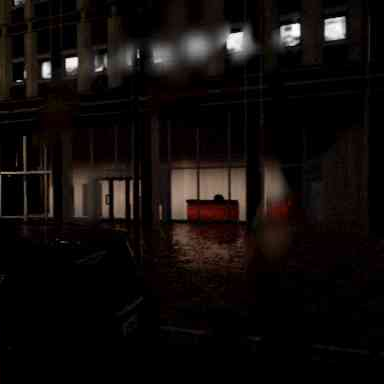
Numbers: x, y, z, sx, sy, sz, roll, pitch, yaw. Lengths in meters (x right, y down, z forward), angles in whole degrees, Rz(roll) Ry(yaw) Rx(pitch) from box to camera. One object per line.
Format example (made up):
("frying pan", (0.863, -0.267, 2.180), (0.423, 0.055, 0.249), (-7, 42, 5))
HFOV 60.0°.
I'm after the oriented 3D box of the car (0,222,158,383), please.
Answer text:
("car", (-2.835, 1.314, 3.767), (5.009, 1.841, 2.192), (-1, 1, 18))
